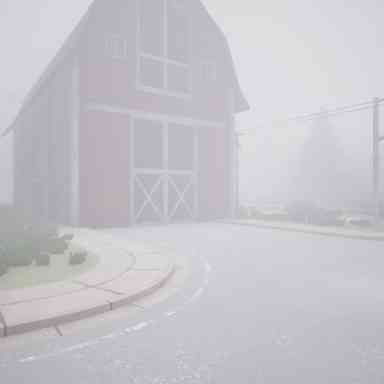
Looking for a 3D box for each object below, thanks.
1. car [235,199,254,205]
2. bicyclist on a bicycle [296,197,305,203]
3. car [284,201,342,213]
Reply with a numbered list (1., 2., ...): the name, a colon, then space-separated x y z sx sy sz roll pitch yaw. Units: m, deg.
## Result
1. car: 5.418 1.552 38.671 1.812 1.442 4.674 0 0 -34
2. bicyclist on a bicycle: 13.285 1.322 40.249 1.656 1.620 0.582 46 -25 -24
3. car: 10.964 1.574 30.625 2.033 1.411 5.357 0 0 -35
